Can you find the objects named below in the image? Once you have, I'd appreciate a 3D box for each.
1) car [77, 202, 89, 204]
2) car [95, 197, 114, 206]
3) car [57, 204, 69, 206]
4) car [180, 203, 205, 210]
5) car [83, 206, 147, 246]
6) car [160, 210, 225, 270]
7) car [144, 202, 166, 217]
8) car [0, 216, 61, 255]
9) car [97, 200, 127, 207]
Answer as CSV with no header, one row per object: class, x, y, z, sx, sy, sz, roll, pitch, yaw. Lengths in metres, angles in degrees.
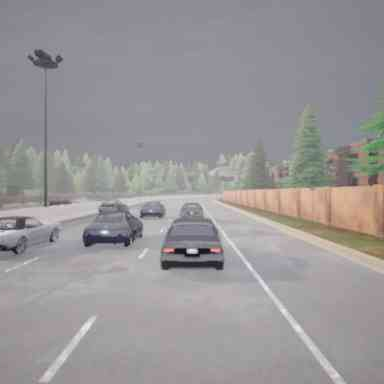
car,-17.654,1.528,53.782,1.812,1.442,4.674,0,0,0
car,-14.156,1.566,53.970,1.994,1.385,4.181,0,0,0
car,-21.151,1.603,53.055,1.895,1.301,4.718,0,0,0
car,-0.004,1.549,25.971,2.033,1.411,5.357,0,0,0
car,-3.455,1.565,15.183,1.994,1.385,4.181,0,0,0
car,0.023,1.548,10.954,2.033,1.411,5.357,0,0,0
car,-3.480,1.565,30.188,1.994,1.385,4.181,0,0,0
car,-6.961,1.601,13.213,1.895,1.301,4.718,0,0,0
car,-6.983,1.493,29.663,2.128,1.511,4.902,0,0,0
